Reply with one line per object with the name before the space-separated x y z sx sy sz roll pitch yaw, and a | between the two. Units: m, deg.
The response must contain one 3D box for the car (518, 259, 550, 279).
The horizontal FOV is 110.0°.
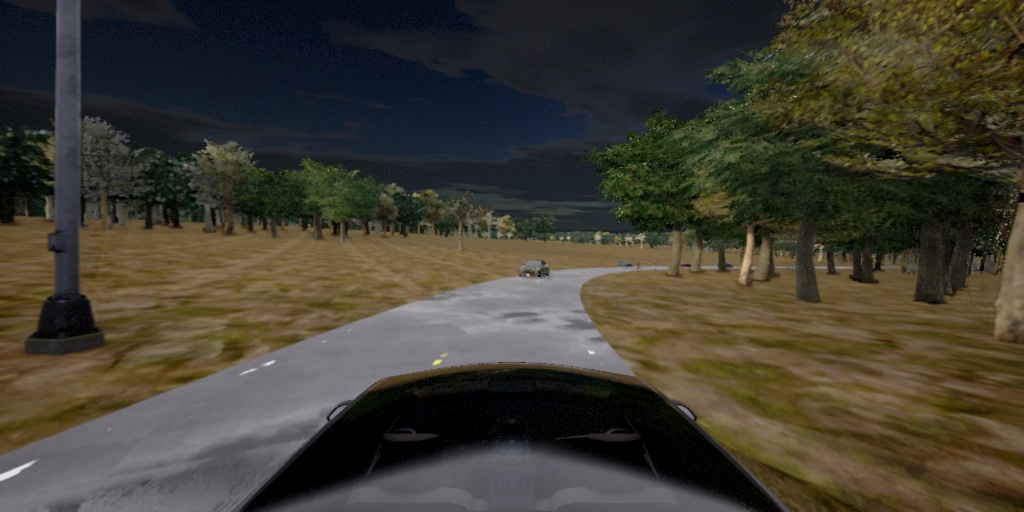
car | 2.107 1.101 33.417 2.097 1.767 4.553 2 0 18
